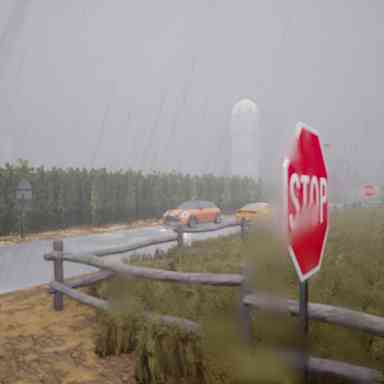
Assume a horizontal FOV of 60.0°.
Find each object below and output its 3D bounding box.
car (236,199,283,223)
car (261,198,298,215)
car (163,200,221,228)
[{"bbox_3d":[4.909,1.502,23.496,1.882,1.535,5.008,0,0,35],"label":"car"},{"bbox_3d":[9.348,1.507,35.223,2.128,1.511,4.902,0,0,36],"label":"car"},{"bbox_3d":[0.065,1.395,22.415,2.097,1.767,4.553,0,0,36],"label":"car"}]
